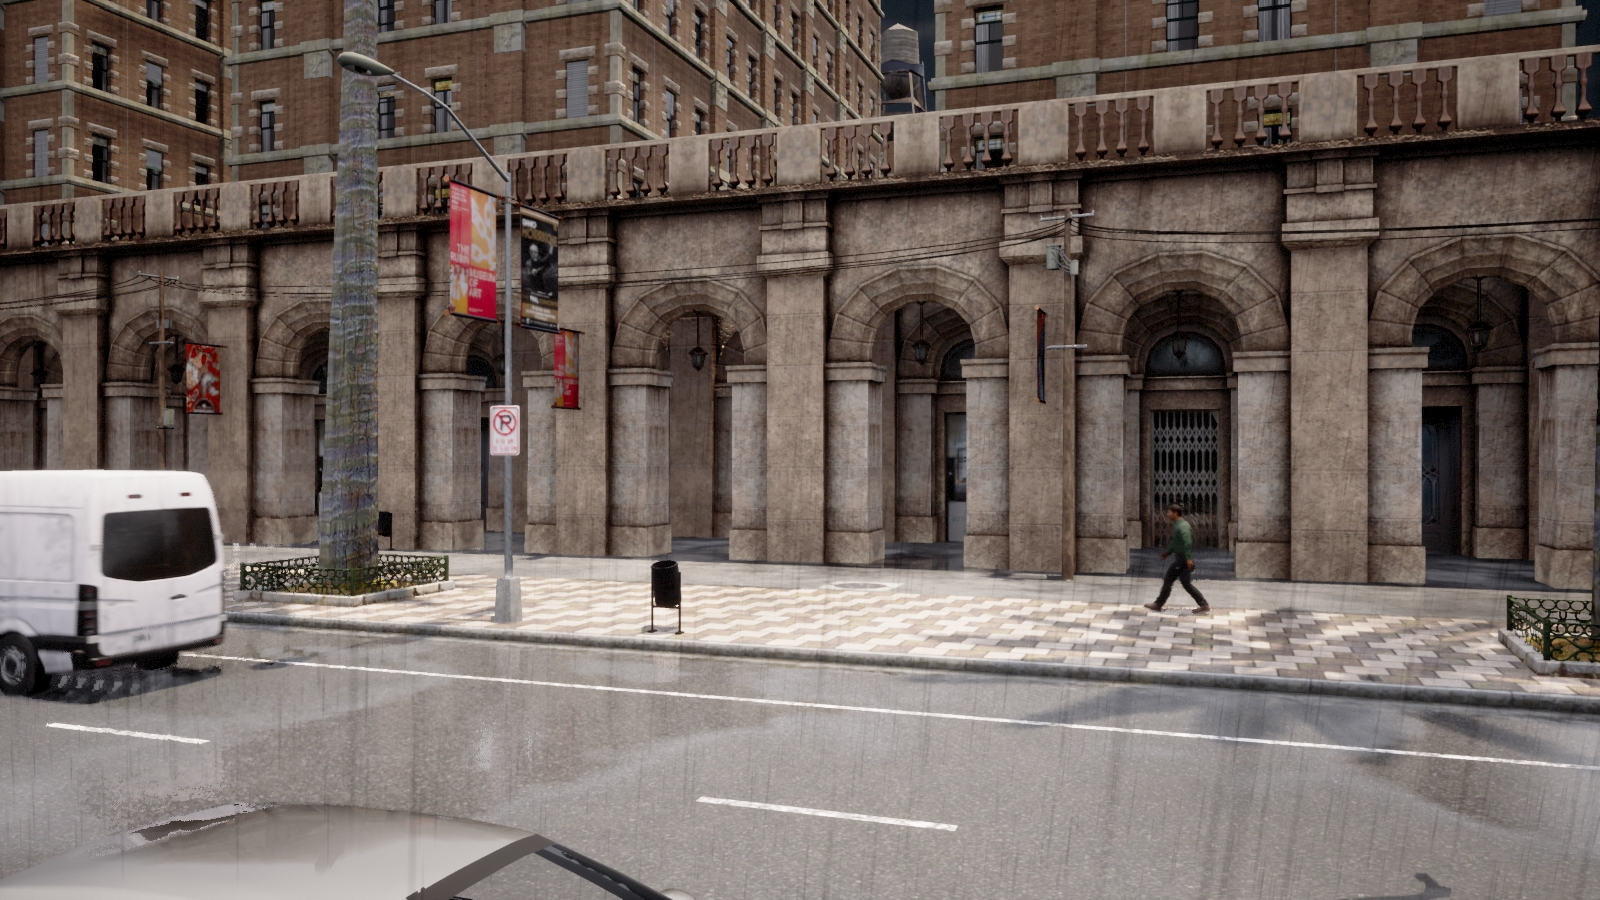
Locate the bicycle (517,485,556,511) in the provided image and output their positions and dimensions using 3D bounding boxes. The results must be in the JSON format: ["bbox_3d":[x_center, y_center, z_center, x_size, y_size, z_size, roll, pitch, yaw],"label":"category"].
[{"bbox_3d":[-12.113,2.222,52.554,1.835,1.171,0.329,0,0,19],"label":"bicycle"}]

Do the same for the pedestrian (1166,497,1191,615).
[{"bbox_3d":[6.106,1.698,18.439,0.375,1.860,0.375,0,0,20],"label":"pedestrian"}]

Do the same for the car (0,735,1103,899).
[{"bbox_3d":[-1.248,2.067,3.754,4.193,1.474,1.816,0,0,20],"label":"car"}]

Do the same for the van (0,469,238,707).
[{"bbox_3d":[-10.205,1.540,14.482,5.915,2.561,1.988,0,0,20],"label":"van"}]
